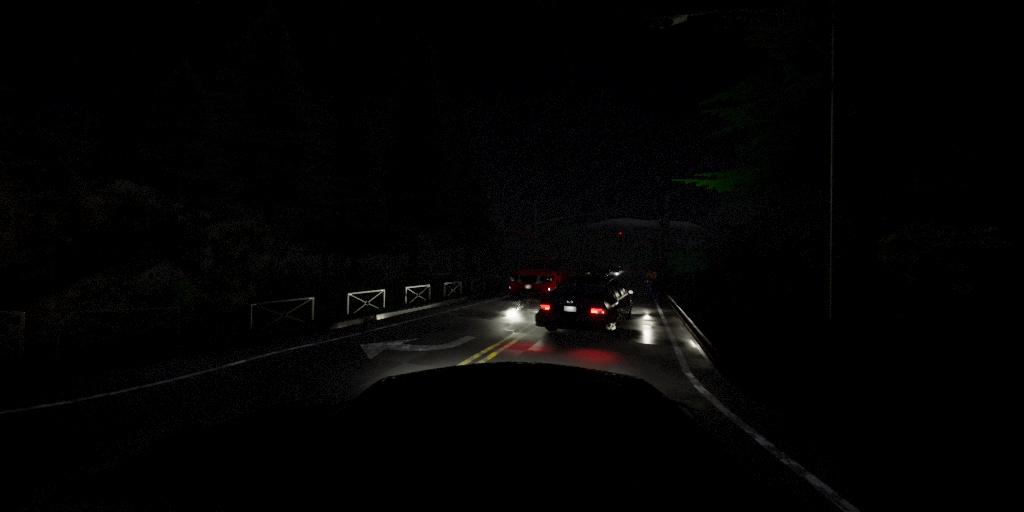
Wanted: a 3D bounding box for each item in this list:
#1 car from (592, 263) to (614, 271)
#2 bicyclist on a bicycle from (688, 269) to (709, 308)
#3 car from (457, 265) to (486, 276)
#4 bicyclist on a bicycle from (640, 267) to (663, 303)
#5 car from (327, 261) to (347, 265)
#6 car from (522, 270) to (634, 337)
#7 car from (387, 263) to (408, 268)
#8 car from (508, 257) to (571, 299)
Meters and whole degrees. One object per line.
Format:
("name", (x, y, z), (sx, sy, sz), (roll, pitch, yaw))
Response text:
("car", (12.087, 1.959, 48.737), (2.033, 1.411, 5.357), (1, -1, 25))
("bicyclist on a bicycle", (7.888, 1.353, 15.109), (1.656, 1.620, 0.582), (1, -1, -34))
("car", (-5.331, 1.756, 44.752), (4.181, 1.385, 1.994), (1, -1, 20))
("bicyclist on a bicycle", (6.444, 1.340, 16.492), (1.656, 1.620, 0.582), (1, -1, -31))
("car", (-24.494, 1.469, 51.998), (5.357, 1.411, 2.033), (1, -1, 23))
("car", (2.313, 1.276, 10.289), (2.033, 1.411, 5.357), (1, -1, 24))
("car", (-14.727, 1.621, 48.159), (4.181, 1.385, 1.994), (1, -1, 20))
("car", (1.616, 1.040, 18.273), (2.150, 2.045, 5.566), (1, -1, 20))
